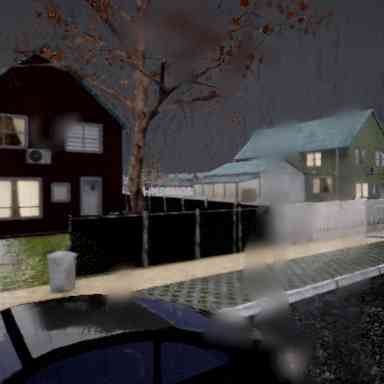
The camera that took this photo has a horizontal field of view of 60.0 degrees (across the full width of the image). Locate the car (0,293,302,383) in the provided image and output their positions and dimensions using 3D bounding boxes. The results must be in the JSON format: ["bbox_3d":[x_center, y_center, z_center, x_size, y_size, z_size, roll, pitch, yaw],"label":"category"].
[{"bbox_3d":[-1.087,1.567,2.289,4.181,1.385,1.994,-1,0,-35],"label":"car"}]
